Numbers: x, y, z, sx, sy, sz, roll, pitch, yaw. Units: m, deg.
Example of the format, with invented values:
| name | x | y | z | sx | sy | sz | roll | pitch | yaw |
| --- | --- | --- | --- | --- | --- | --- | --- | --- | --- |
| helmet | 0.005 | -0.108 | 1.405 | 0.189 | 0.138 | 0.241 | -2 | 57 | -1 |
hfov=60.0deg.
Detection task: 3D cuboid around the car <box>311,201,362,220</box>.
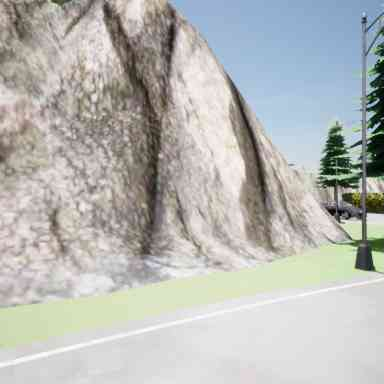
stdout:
| name | x | y | z | sx | sy | sz | roll | pitch | yaw |
| --- | --- | --- | --- | --- | --- | --- | --- | --- | --- |
| car | 12.393 | 1.491 | 28.315 | 2.128 | 1.511 | 4.902 | 0 | 0 | -26 |
